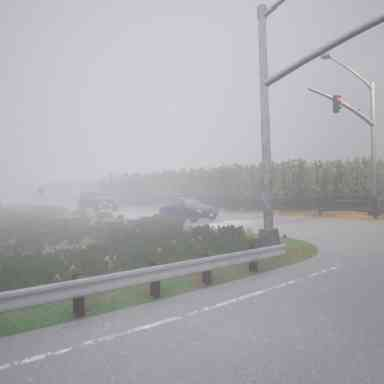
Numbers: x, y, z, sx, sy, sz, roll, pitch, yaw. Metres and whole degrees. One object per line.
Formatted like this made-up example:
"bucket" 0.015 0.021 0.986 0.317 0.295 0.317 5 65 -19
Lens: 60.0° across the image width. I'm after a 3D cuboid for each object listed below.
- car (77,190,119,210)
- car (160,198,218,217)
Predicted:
"car" -9.173 0.859 32.182 2.150 2.045 5.566 -3 2 -41
"car" -0.364 1.113 21.920 1.812 1.442 4.674 -3 2 -41
